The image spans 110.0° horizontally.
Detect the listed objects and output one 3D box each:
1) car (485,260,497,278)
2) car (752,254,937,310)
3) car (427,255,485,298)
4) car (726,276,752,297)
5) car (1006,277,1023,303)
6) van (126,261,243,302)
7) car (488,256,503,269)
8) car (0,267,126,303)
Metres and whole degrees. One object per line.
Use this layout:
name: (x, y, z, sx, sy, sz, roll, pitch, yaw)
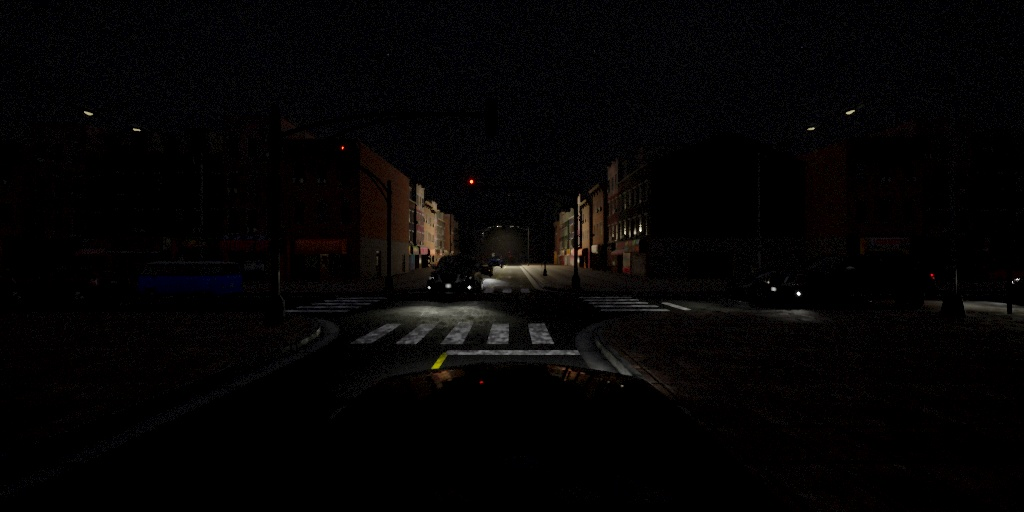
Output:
car: (-2.785, 1.371, 34.687, 1.895, 1.301, 4.718, 0, 0, 0)
car: (12.972, 0.935, 13.998, 5.566, 2.045, 2.150, 0, 0, 0)
car: (-2.823, 0.980, 18.685, 2.150, 2.045, 5.566, 0, 0, 0)
car: (12.286, 1.267, 16.532, 4.403, 1.370, 2.007, 0, 0, 0)
car: (22.656, 1.048, 14.022, 4.553, 1.767, 2.097, 0, 0, 0)
van: (-14.716, 1.124, 16.454, 3.998, 1.789, 1.690, 0, 0, 0)
car: (-2.682, 1.022, 58.951, 2.150, 2.045, 5.566, 0, 0, 1)
car: (-20.191, 1.239, 16.438, 4.097, 1.591, 1.967, 0, 0, 0)
